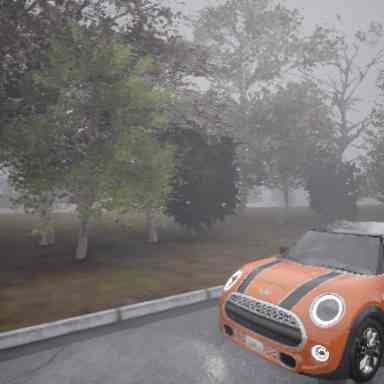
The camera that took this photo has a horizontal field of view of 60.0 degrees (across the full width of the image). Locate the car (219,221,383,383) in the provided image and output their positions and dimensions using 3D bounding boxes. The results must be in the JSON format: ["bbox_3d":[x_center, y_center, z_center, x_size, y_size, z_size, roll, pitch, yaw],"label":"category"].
[{"bbox_3d":[2.625,1.343,5.548,4.553,1.767,2.097,0,0,-35],"label":"car"}]
